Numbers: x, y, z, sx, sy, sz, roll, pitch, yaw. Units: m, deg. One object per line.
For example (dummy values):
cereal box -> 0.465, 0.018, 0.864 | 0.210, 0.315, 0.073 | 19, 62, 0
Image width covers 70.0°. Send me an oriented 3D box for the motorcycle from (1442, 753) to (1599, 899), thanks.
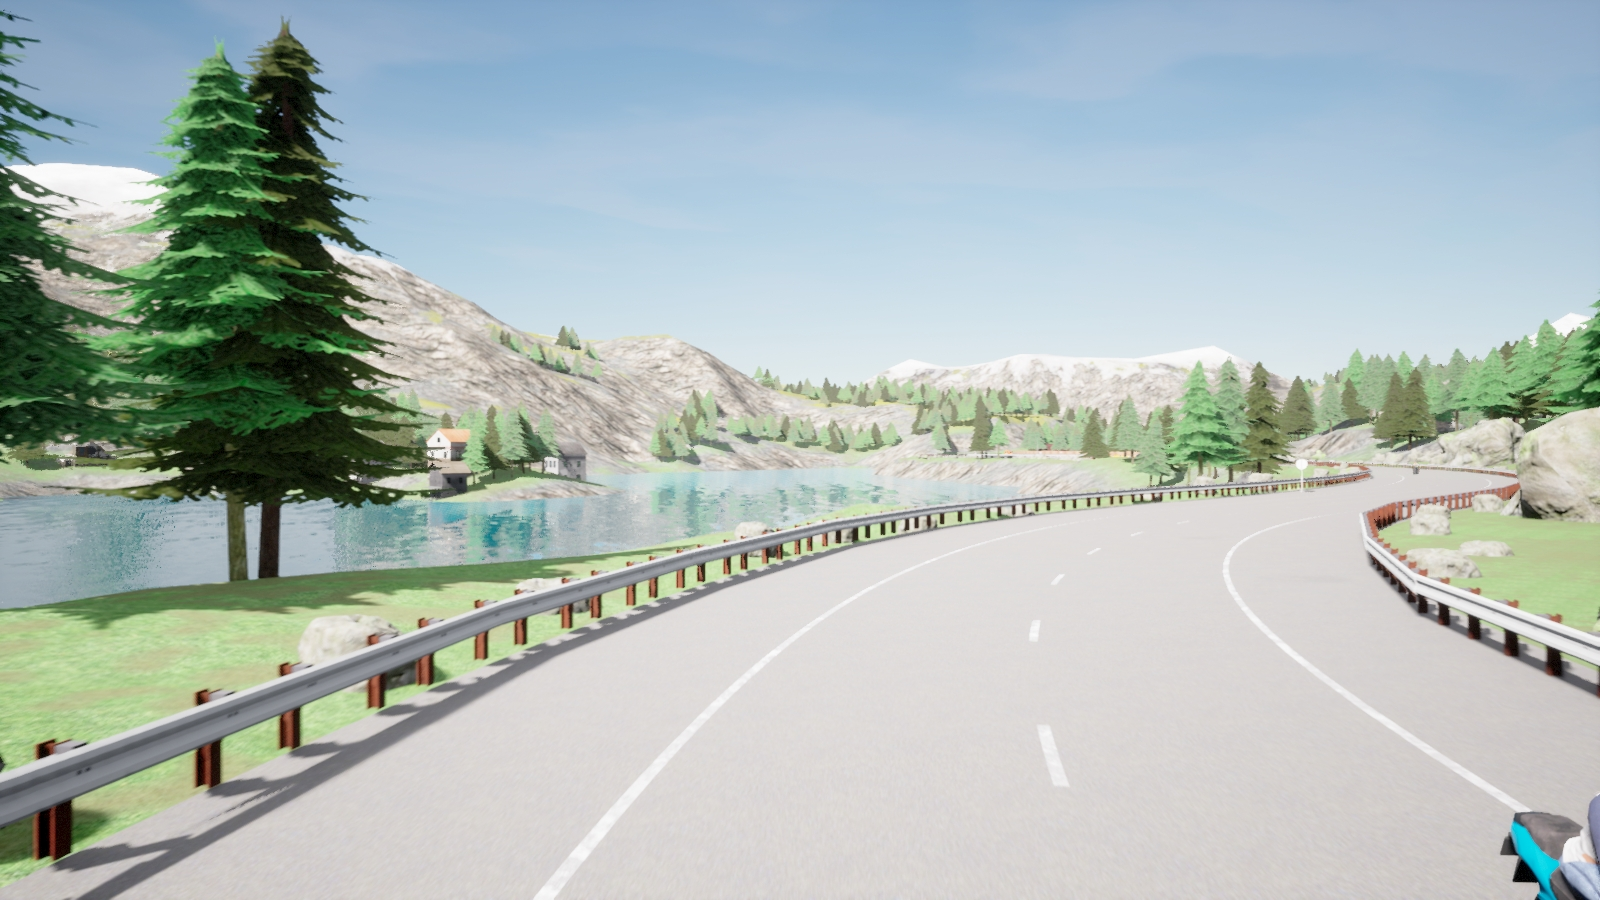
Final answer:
motorcycle -> 3.647, 2.178, 4.862 | 0.803, 1.217, 2.033 | 0, 0, 4
